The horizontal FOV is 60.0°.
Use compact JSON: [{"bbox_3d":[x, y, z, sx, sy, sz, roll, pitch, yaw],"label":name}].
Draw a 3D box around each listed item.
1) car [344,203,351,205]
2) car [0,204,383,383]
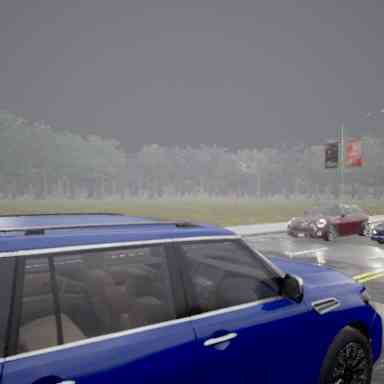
[{"bbox_3d":[6.825,1.386,16.530,4.553,1.767,2.097,0,0,-35],"label":"car"},{"bbox_3d":[-0.491,1.224,3.087,5.566,2.045,2.150,0,0,-35],"label":"car"}]
